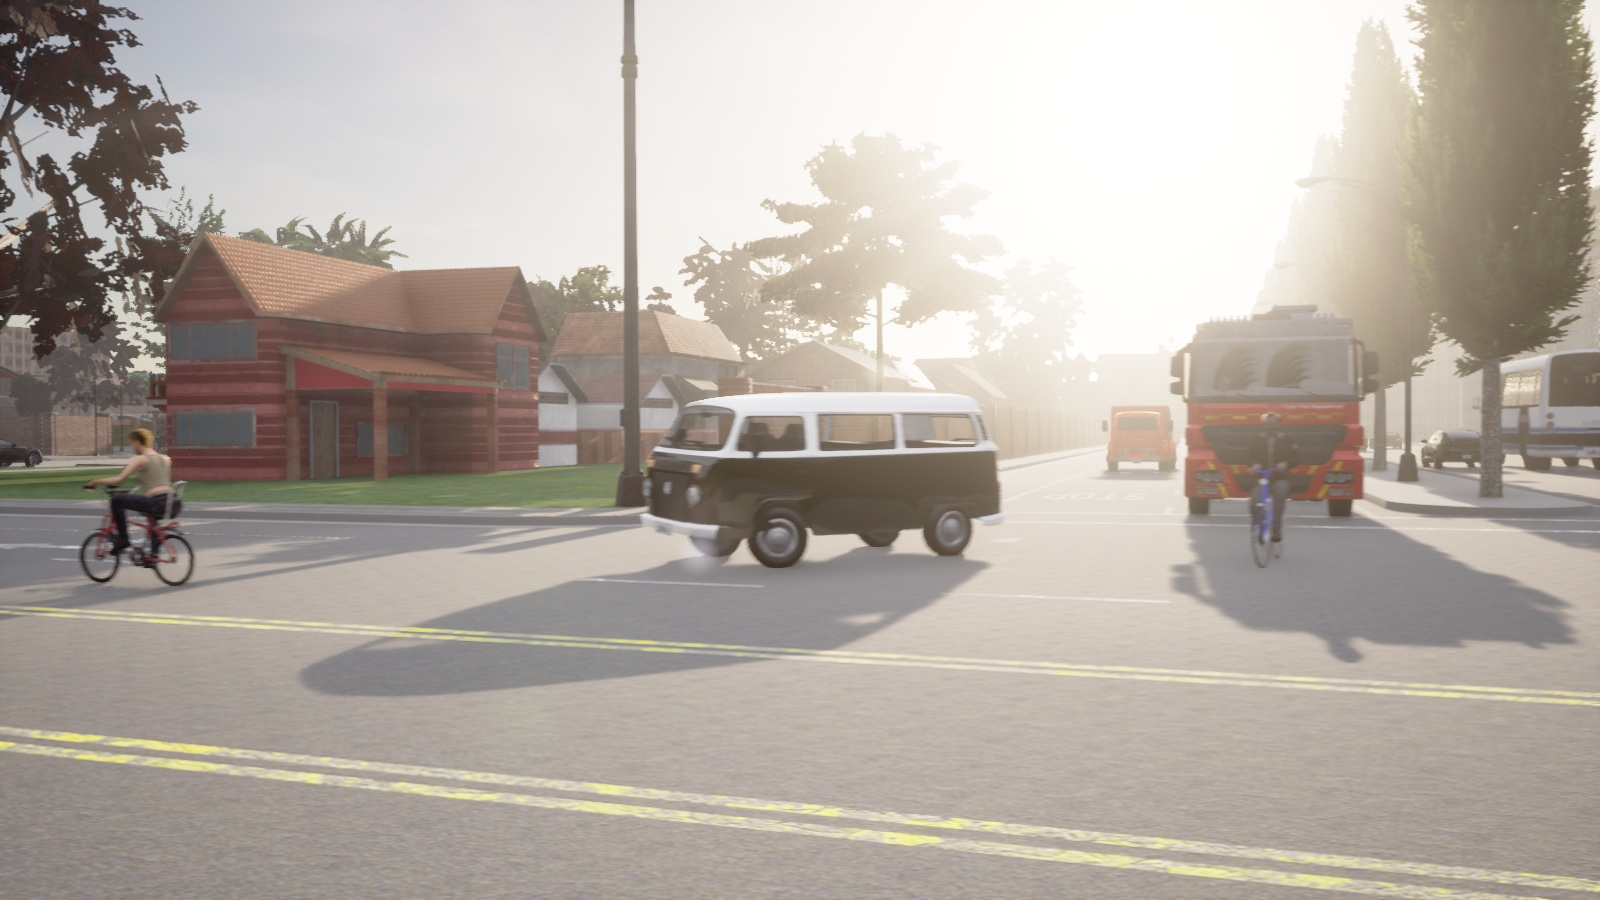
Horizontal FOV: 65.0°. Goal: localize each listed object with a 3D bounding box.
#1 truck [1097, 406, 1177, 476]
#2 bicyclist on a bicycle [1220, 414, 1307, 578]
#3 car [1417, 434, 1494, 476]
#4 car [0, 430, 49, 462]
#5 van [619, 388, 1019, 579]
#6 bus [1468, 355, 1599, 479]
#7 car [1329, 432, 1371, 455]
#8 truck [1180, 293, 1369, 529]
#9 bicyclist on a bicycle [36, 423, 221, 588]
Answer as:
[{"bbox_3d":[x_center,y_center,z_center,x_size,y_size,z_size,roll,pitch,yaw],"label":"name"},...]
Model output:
[{"bbox_3d":[12.806,-0.371,47.419,2.627,2.467,5.204,1,1,18],"label":"truck"},{"bbox_3d":[5.382,0.485,14.517,0.659,1.776,1.843,0,1,29],"label":"bicyclist on a bicycle"},{"bbox_3d":[25.277,0.149,48.585,1.837,1.490,4.892,1,1,18],"label":"car"},{"bbox_3d":[-36.214,-0.181,55.995,1.812,1.442,4.674,0,1,17],"label":"car"},{"bbox_3d":[0.268,0.301,15.485,4.480,2.038,2.069,-1,3,-31],"label":"van"},{"bbox_3d":[28.816,-1.212,48.099,3.944,4.253,10.273,1,1,18],"label":"bus"},{"bbox_3d":[37.082,-0.441,84.788,2.128,1.511,4.902,0,1,18],"label":"car"},{"bbox_3d":[9.119,-0.701,24.798,2.891,3.827,8.468,1,1,18],"label":"truck"},{"bbox_3d":[-6.886,0.531,12.899,1.509,1.612,0.866,0,1,18],"label":"bicyclist on a bicycle"}]
